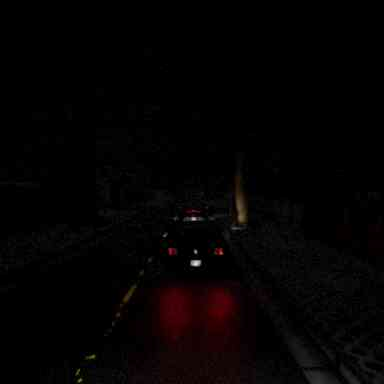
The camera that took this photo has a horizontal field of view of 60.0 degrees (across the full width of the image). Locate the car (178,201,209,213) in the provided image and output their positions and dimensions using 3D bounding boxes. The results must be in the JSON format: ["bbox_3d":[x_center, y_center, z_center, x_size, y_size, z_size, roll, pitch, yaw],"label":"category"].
[{"bbox_3d":[0.114,1.439,23.618,1.837,1.490,4.892,0,0,0],"label":"car"}]

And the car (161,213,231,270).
[{"bbox_3d":[0.103,1.581,10.962,1.895,1.301,4.718,0,0,0],"label":"car"}]
